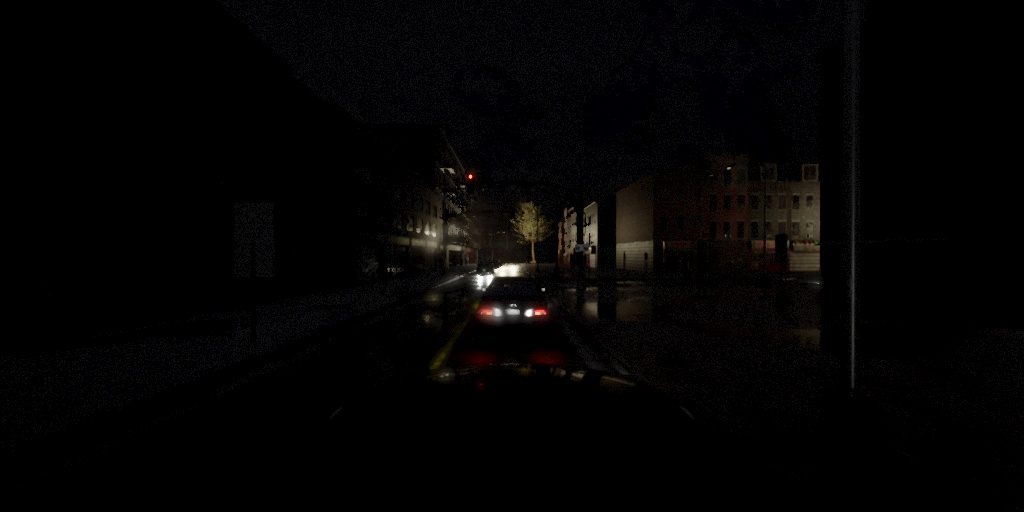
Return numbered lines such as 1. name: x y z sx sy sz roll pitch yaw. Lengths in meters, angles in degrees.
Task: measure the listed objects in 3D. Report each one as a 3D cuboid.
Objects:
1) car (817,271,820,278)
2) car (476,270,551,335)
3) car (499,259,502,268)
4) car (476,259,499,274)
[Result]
1. car: 25.534 1.142 26.114 5.357 1.411 2.033 0 0 0
2. car: 0.046 1.294 10.447 2.033 1.411 5.357 0 0 0
3. car: -2.943 1.319 55.098 1.994 1.385 4.181 0 0 0
4. car: -2.922 1.236 40.077 2.128 1.511 4.902 0 0 0
